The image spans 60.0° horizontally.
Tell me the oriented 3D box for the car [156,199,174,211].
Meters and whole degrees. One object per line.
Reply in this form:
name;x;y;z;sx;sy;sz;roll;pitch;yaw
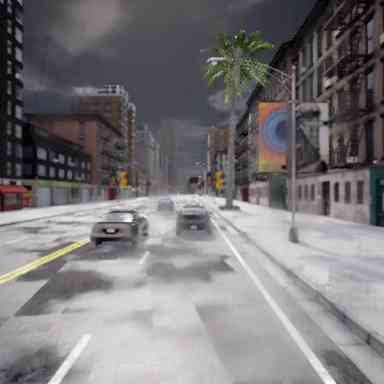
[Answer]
car;-3.148;1.538;40.483;1.812;1.442;4.674;0;0;0

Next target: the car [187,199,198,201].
car;0.103;1.539;41.165;1.812;1.442;4.674;0;0;0

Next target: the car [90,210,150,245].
car;-3.148;1.550;15.408;2.033;1.411;5.357;0;0;0

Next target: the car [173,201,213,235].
car;0.101;1.509;18.875;1.837;1.490;4.892;0;0;0
